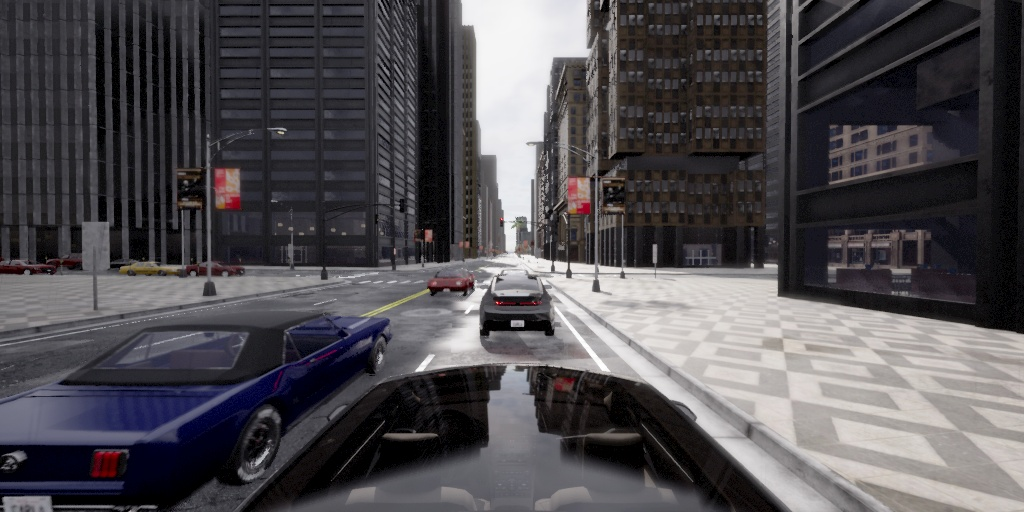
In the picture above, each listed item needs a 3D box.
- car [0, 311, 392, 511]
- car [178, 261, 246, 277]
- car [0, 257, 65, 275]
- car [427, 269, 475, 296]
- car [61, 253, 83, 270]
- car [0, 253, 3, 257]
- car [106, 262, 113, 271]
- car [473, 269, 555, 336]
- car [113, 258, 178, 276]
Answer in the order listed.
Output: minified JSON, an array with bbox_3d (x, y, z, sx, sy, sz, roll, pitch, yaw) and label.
[{"bbox_3d":[-3.140,1.350,4.556,1.895,1.301,4.718,0,0,0],"label":"car"},{"bbox_3d":[-25.962,1.149,31.482,4.507,1.381,1.888,0,0,0],"label":"car"},{"bbox_3d":[-42.836,1.008,31.425,4.507,1.381,1.888,0,0,0],"label":"car"},{"bbox_3d":[-3.107,1.343,19.357,1.895,1.301,4.718,0,0,0],"label":"car"},{"bbox_3d":[-48.488,0.625,39.930,5.009,1.841,2.192,0,0,0],"label":"car"},{"bbox_3d":[-48.462,0.727,31.405,5.009,1.841,2.192,0,0,0],"label":"car"},{"bbox_3d":[-42.863,0.926,39.949,4.313,1.339,1.948,0,0,0],"label":"car"},{"bbox_3d":[0.123,1.253,10.362,1.837,1.490,4.892,0,0,0],"label":"car"},{"bbox_3d":[-31.417,1.084,31.463,4.829,1.417,1.751,0,0,0],"label":"car"}]
